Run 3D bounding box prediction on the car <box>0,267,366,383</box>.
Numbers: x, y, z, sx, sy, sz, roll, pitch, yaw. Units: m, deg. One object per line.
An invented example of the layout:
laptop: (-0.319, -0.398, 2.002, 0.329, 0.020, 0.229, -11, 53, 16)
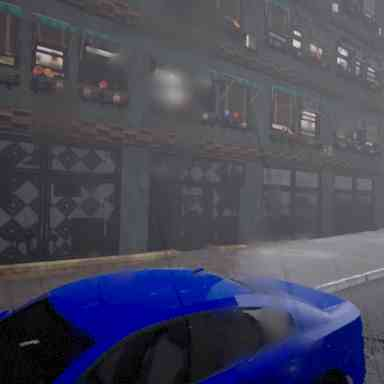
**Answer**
car: (-0.601, 1.478, 2.645, 5.008, 1.535, 1.882, 0, 0, -36)
